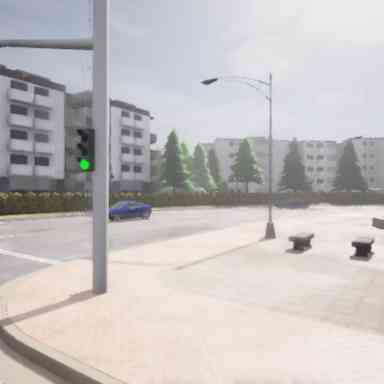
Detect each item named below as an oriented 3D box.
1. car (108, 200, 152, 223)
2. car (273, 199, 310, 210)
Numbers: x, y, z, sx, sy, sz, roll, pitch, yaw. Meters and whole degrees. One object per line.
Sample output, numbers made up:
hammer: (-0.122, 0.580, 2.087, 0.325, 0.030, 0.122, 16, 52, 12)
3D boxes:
car: (-5.238, 1.420, 25.599, 1.882, 1.535, 5.008, 0, 0, 35)
car: (12.734, 1.559, 42.516, 4.718, 1.301, 1.895, 0, 0, -27)
